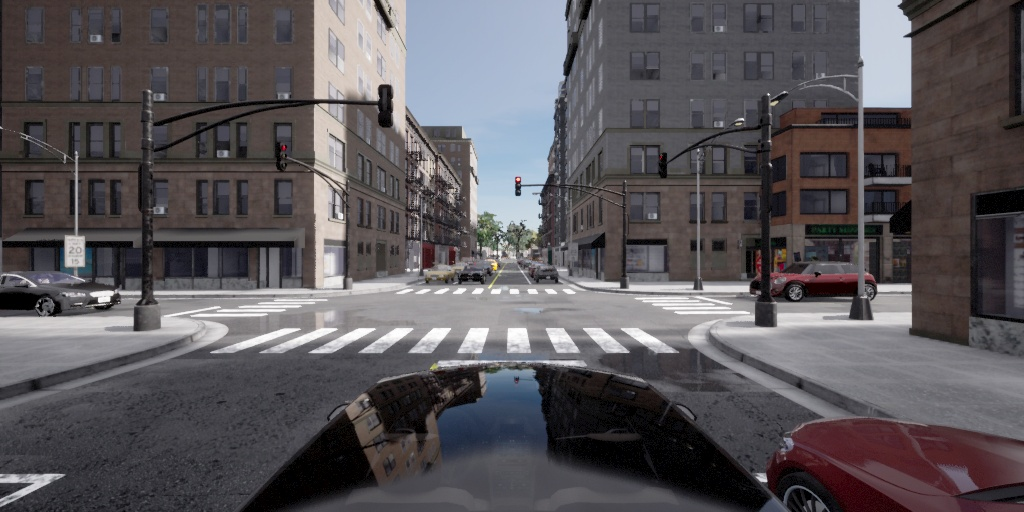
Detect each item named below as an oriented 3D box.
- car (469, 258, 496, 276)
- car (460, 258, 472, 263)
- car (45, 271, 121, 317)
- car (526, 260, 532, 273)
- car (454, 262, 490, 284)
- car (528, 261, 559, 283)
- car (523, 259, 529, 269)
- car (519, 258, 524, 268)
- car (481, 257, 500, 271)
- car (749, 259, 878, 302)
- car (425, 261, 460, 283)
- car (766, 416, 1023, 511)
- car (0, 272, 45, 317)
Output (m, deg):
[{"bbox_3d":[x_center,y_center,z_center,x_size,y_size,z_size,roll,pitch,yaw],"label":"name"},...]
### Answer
[{"bbox_3d":[-2.921,1.257,36.808,1.837,1.490,4.892,0,0,0],"label":"car"},{"bbox_3d":[-5.487,1.278,38.581,1.751,1.417,4.829,0,0,0],"label":"car"},{"bbox_3d":[-17.092,1.310,12.928,4.902,1.511,2.128,0,0,1],"label":"car"},{"bbox_3d":[2.573,1.297,33.286,1.888,1.381,4.507,0,0,0],"label":"car"},{"bbox_3d":[-2.884,1.352,26.689,1.895,1.301,4.718,0,0,-1],"label":"car"},{"bbox_3d":[2.584,1.302,27.804,2.007,1.370,4.403,0,0,0],"label":"car"},{"bbox_3d":[2.562,1.303,38.768,2.007,1.370,4.403,0,0,0],"label":"car"},{"bbox_3d":[2.528,1.306,55.213,2.007,1.370,4.403,0,0,0],"label":"car"},{"bbox_3d":[-2.930,1.232,47.305,1.882,1.535,5.008,0,0,0],"label":"car"},{"bbox_3d":[13.229,1.036,15.979,4.553,1.767,2.097,0,0,0],"label":"car"},{"bbox_3d":[-5.468,1.277,27.618,1.751,1.417,4.829,0,0,0],"label":"car"},{"bbox_3d":[2.640,1.332,0.796,1.802,1.307,4.207,0,0,0],"label":"car"},{"bbox_3d":[-5.399,1.065,0.780,2.192,1.841,5.009,0,0,0],"label":"car"}]
